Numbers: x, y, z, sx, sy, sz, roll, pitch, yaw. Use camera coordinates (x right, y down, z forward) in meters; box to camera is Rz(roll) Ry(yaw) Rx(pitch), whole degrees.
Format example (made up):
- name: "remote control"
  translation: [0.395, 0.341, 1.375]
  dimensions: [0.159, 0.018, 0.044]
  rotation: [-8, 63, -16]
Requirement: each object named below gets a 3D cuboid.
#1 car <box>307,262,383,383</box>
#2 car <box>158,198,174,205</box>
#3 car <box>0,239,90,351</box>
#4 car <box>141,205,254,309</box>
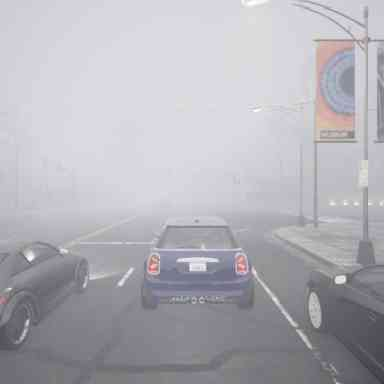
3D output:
- name: "car"
  translation: [2.901, 1.480, 3.734]
  dimensions: [2.097, 1.535, 5.008]
  rotation: [0, 0, 0]
- name: "car"
  translation: [-3.391, 1.547, 43.605]
  dimensions: [2.033, 1.411, 5.357]
  rotation: [0, 0, 0]
- name: "car"
  translation: [-3.399, 1.564, 6.199]
  dimensions: [1.994, 1.385, 4.181]
  rotation: [0, 0, 0]
- name: "car"
  translation: [0.101, 1.352, 8.018]
  dimensions: [2.097, 1.767, 4.553]
  rotation: [0, 0, 0]
